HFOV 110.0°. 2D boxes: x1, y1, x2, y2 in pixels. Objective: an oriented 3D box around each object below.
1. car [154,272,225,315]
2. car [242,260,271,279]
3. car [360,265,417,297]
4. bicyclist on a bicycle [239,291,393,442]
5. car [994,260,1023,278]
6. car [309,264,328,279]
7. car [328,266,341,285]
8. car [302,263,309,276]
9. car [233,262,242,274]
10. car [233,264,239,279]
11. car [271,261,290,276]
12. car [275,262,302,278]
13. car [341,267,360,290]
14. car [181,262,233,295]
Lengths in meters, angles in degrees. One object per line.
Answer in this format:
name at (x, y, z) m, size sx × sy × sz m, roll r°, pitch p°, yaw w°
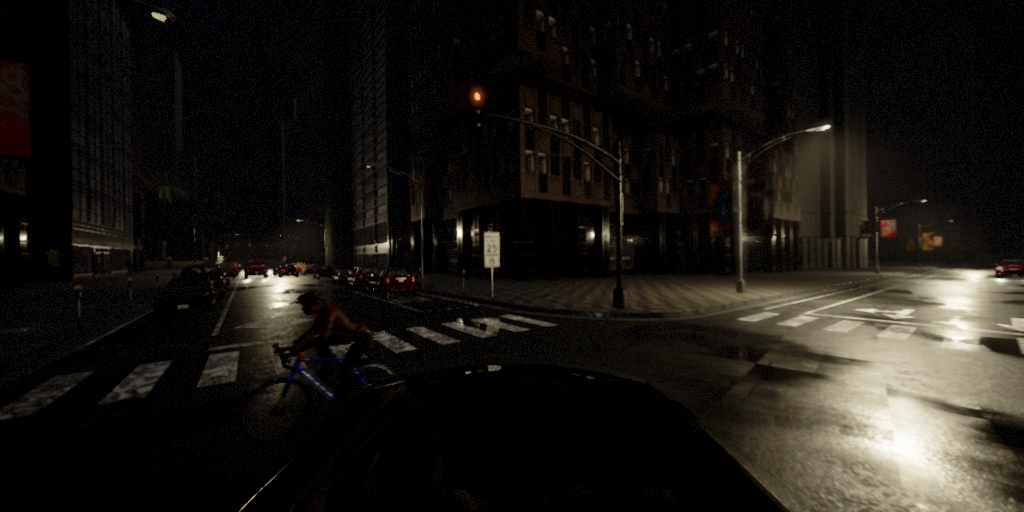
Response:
car at (-13.862, 1.592, 15.465) m, size 1.948 × 1.339 × 4.313 m, roll 0°, pitch 0°, yaw -36°
car at (-29.634, 1.541, 41.520) m, size 2.150 × 2.045 × 5.566 m, roll -1°, pitch 0°, yaw -36°
car at (-6.997, 1.349, 20.519) m, size 1.967 × 1.591 × 4.097 m, roll 0°, pitch 0°, yaw -36°
bicyclist on a bicycle at (-2.188, 1.227, 4.226) m, size 1.656 × 1.620 × 0.582 m, roll 0°, pitch 0°, yaw -36°
car at (45.707, 1.128, 32.623) m, size 4.553 × 1.767 × 2.097 m, roll 0°, pitch 0°, yaw -36°
car at (-19.863, 1.689, 37.991) m, size 1.888 × 1.381 × 4.507 m, roll 0°, pitch 0°, yaw -36°
car at (-13.430, 1.608, 29.255) m, size 1.802 × 1.307 × 4.207 m, roll 0°, pitch 0°, yaw -36°
car at (-26.397, 1.790, 46.864) m, size 1.751 × 1.417 × 4.829 m, roll 0°, pitch 0°, yaw -36°
car at (-36.382, 1.758, 46.048) m, size 2.192 × 1.841 × 5.009 m, roll 0°, pitch 0°, yaw -36°
car at (-33.165, 1.964, 41.679) m, size 1.802 × 1.307 × 4.207 m, roll 0°, pitch 0°, yaw -36°
car at (-30.915, 1.701, 48.322) m, size 2.097 × 1.767 × 4.553 m, roll -1°, pitch 0°, yaw -36°
car at (-26.117, 1.783, 41.869) m, size 1.812 × 1.442 × 4.674 m, roll -1°, pitch 0°, yaw -36°
car at (-10.214, 1.407, 24.887) m, size 1.967 × 1.591 × 4.097 m, roll 0°, pitch 0°, yaw -36°
car at (-17.079, 1.400, 19.834) m, size 2.192 × 1.841 × 5.009 m, roll 0°, pitch 0°, yaw -36°
